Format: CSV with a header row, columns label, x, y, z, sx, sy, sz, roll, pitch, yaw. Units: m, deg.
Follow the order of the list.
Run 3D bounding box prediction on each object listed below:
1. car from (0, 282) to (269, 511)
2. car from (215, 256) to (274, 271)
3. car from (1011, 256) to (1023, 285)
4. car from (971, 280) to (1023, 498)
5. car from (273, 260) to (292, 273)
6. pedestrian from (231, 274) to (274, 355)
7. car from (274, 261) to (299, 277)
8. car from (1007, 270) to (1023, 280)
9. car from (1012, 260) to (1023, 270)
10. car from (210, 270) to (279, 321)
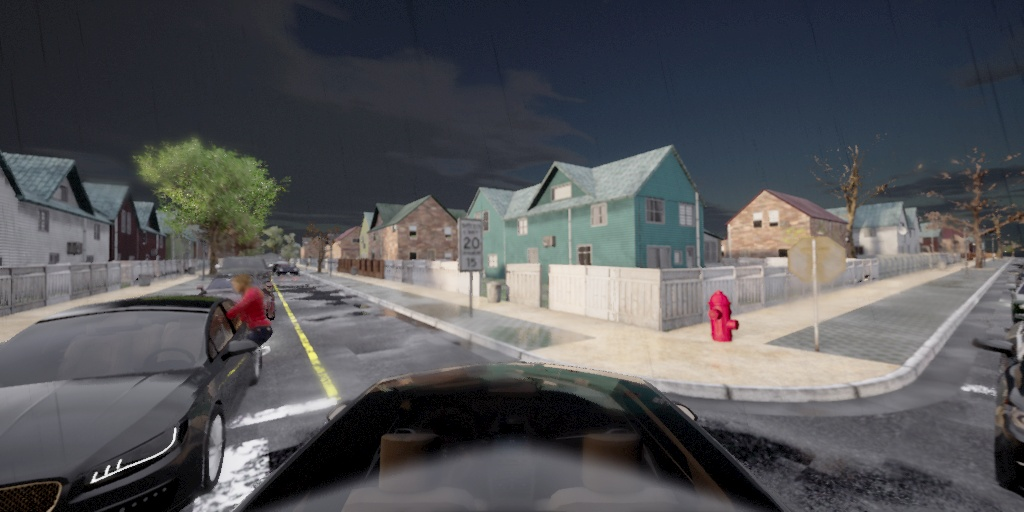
label,x,y,z,sx,sy,sz,roll,pitch,yaw
car,-4.063,1.265,3.941,1.837,1.490,4.892,0,0,-29
car,-14.279,1.017,19.252,2.150,2.045,5.566,0,0,-35
car,30.030,0.764,20.190,4.902,1.511,2.128,-1,-1,-35
car,5.893,1.182,3.203,4.902,1.511,2.128,-1,0,-35
car,-29.932,1.350,46.617,1.882,1.535,5.008,0,0,-35
pedestrian,-3.417,1.095,4.939,0.375,1.860,0.375,-16,6,-31
car,-23.730,1.445,37.816,1.895,1.301,4.718,0,0,-35
car,13.480,1.154,8.553,4.718,1.301,1.895,-1,-1,-35
car,21.725,0.914,14.361,4.892,1.490,1.837,-1,-1,-35
car,-8.973,1.340,11.695,1.994,1.385,4.181,0,0,-36
